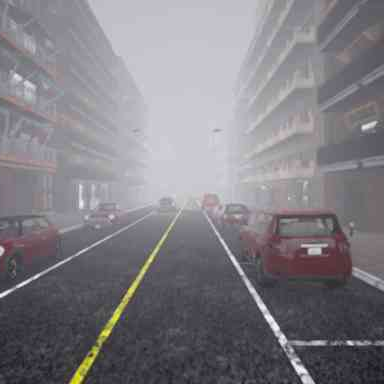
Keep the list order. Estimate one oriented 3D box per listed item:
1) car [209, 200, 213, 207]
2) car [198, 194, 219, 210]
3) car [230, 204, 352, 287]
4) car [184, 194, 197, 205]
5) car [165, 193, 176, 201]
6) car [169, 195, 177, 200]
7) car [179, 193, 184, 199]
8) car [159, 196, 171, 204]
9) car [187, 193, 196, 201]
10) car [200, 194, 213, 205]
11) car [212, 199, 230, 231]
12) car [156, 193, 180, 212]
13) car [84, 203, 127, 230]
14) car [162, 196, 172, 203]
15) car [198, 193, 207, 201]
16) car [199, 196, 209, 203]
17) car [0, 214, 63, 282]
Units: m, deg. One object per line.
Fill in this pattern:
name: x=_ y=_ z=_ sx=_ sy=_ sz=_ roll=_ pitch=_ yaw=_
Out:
car: x=2.553 y=1.575 z=26.267 sx=1.802 sy=1.307 sz=4.206 roll=-1 pitch=0 yaw=0
car: x=2.264 y=1.219 z=41.948 sx=2.150 sy=2.045 sz=5.566 roll=0 pitch=0 yaw=0
car: x=2.540 y=1.312 z=9.274 sx=2.192 sy=1.841 sz=5.009 roll=-1 pitch=0 yaw=0
car: x=-0.007 y=1.537 z=60.467 sx=2.033 sy=1.411 sz=5.357 roll=0 pitch=0 yaw=0
car: x=-5.338 y=1.306 z=82.973 sx=2.192 sy=1.841 sz=5.009 roll=-1 pitch=0 yaw=0
car: x=-5.336 y=1.518 z=94.106 sx=1.752 sy=1.417 sz=4.829 roll=-1 pitch=0 yaw=0
car: x=-2.759 y=1.106 z=78.534 sx=1.837 sy=1.490 sz=4.892 roll=0 pitch=0 yaw=0
car: x=-5.333 y=1.535 z=66.020 sx=1.887 sy=1.381 sz=4.507 roll=-1 pitch=0 yaw=0
car: x=-0.009 y=1.196 z=80.405 sx=2.097 sy=1.767 sz=4.553 roll=0 pitch=0 yaw=0
car: x=2.545 y=1.305 z=60.253 sx=2.192 sy=1.841 sz=5.009 roll=-1 pitch=0 yaw=0
car: x=2.556 y=1.434 z=20.603 sx=1.967 sy=1.590 sz=4.097 roll=-1 pitch=0 yaw=0
car: x=-2.846 y=1.343 z=38.130 sx=2.097 sy=1.767 sz=4.553 roll=0 pitch=0 yaw=0
car: x=-5.329 y=1.434 z=20.810 sx=1.967 sy=1.590 sz=4.097 roll=-1 pitch=0 yaw=0
car: x=-5.333 y=1.535 z=71.671 sx=1.887 sy=1.381 sz=4.507 roll=-1 pitch=0 yaw=0
car: x=2.542 y=1.306 z=82.910 sx=2.192 sy=1.841 sz=5.009 roll=-1 pitch=0 yaw=0
car: x=2.547 y=1.572 z=71.581 sx=1.802 sy=1.307 sz=4.206 roll=-1 pitch=0 yaw=0
car: x=-5.327 y=1.437 z=9.507 sx=1.967 sy=1.590 sz=4.097 roll=-1 pitch=0 yaw=0
